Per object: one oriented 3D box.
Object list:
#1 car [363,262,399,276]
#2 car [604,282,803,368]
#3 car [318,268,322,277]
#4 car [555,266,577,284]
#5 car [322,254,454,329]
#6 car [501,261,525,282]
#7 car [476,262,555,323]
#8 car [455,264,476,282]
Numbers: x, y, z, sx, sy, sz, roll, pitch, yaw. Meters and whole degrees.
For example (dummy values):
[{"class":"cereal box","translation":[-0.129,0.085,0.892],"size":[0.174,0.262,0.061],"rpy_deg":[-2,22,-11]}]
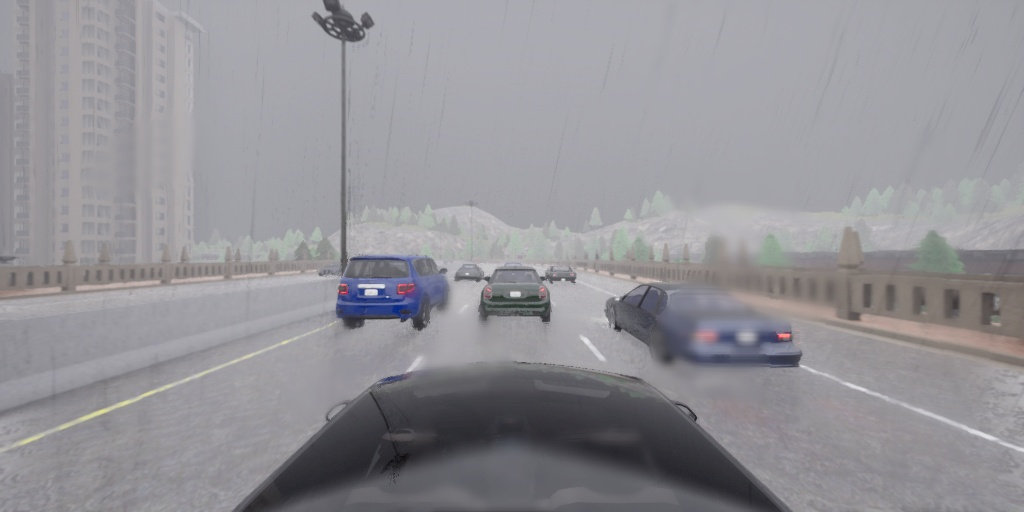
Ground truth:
[{"class":"car","translation":[-14.093,1.351,38.926],"size":[2.033,1.411,5.357],"rpy_deg":[0,0,0]},{"class":"car","translation":[3.594,1.300,8.008],"size":[2.033,1.411,5.357],"rpy_deg":[0,0,0]},{"class":"car","translation":[-17.593,1.361,36.007],"size":[1.994,1.385,4.181],"rpy_deg":[0,0,0]},{"class":"car","translation":[3.599,1.375,27.356],"size":[1.895,1.301,4.718],"rpy_deg":[0,0,0]},{"class":"car","translation":[-3.401,0.976,11.340],"size":[2.150,2.045,5.566],"rpy_deg":[0,0,0]},{"class":"car","translation":[0.099,1.259,30.285],"size":[1.882,1.535,5.008],"rpy_deg":[0,0,0]},{"class":"car","translation":[0.099,1.107,12.313],"size":[2.097,1.767,4.553],"rpy_deg":[0,0,0]},{"class":"car","translation":[-3.401,1.343,29.262],"size":[1.994,1.385,4.181],"rpy_deg":[0,0,0]}]
